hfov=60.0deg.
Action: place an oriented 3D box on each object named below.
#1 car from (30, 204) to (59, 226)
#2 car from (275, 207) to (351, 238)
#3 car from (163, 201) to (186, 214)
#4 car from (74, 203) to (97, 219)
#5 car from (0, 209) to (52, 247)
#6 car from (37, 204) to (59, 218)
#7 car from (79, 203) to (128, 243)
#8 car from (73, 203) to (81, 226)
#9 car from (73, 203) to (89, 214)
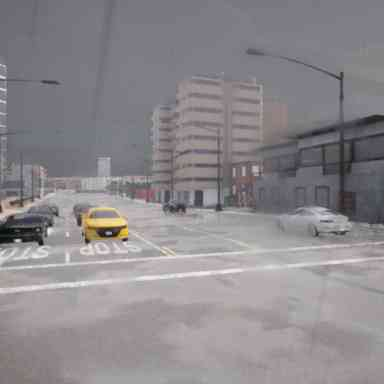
[{"bbox_3d":[-11.073,1.721,24.296,2.033,1.411,5.357,0,-1,-21],"label":"car"},{"bbox_3d":[6.322,1.541,17.776,1.812,1.442,4.674,0,-1,-18],"label":"car"},{"bbox_3d":[-2.209,1.897,40.814,2.128,1.511,4.902,0,-1,-21],"label":"car"},{"bbox_3d":[-11.261,1.912,34.779,2.033,1.411,5.357,0,-1,-21],"label":"car"},{"bbox_3d":[-7.685,1.645,15.259,1.895,1.301,4.718,0,-1,-21],"label":"car"},{"bbox_3d":[-15.160,1.967,35.212,1.994,1.385,4.181,0,-1,-20],"label":"car"},{"bbox_3d":[-4.431,1.520,16.545,1.882,1.535,5.008,0,-1,-21],"label":"car"},{"bbox_3d":[-7.585,1.724,24.944,1.994,1.385,4.181,0,-1,-21],"label":"car"},{"bbox_3d":[-14.798,2.165,44.313,1.895,1.301,4.718,0,-1,-20],"label":"car"}]
